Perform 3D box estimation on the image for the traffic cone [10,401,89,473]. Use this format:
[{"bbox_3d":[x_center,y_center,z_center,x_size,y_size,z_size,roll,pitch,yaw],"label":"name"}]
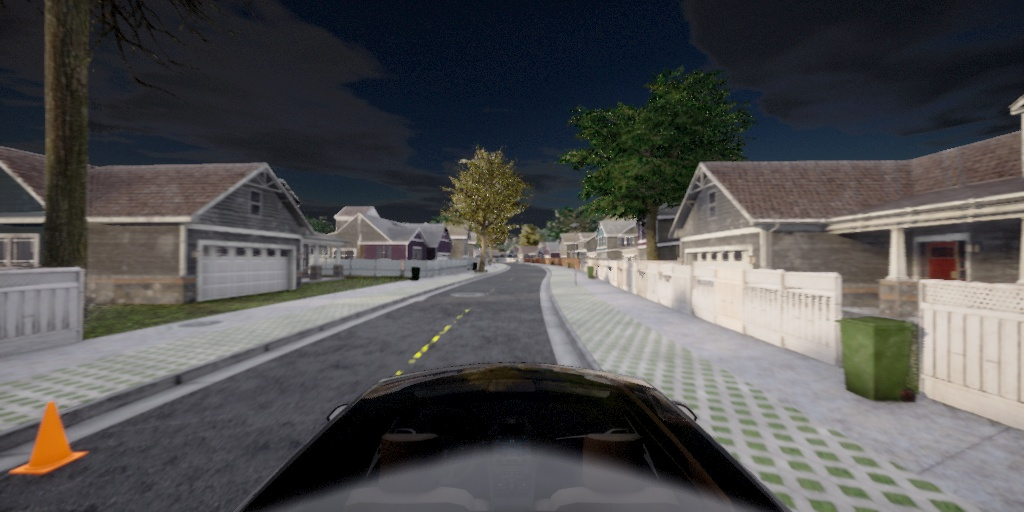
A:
[{"bbox_3d":[-4.431,1.695,3.446,0.340,0.580,0.340,0,0,1],"label":"traffic cone"}]
